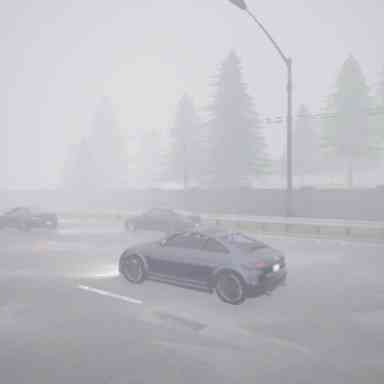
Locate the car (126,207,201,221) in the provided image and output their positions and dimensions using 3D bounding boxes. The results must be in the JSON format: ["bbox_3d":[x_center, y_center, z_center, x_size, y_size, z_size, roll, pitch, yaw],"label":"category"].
[{"bbox_3d":[-1.596,1.525,18.024,4.674,1.442,1.812,0,0,35],"label":"car"}]

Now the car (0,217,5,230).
[{"bbox_3d":[-7.693,1.492,9.477,4.902,1.511,2.128,0,0,35],"label":"car"}]

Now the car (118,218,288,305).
[{"bbox_3d":[0.150,1.564,8.182,4.181,1.385,1.994,0,0,35],"label":"car"}]

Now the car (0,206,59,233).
[{"bbox_3d":[-9.697,1.525,19.504,4.674,1.442,1.812,0,0,35],"label":"car"}]
